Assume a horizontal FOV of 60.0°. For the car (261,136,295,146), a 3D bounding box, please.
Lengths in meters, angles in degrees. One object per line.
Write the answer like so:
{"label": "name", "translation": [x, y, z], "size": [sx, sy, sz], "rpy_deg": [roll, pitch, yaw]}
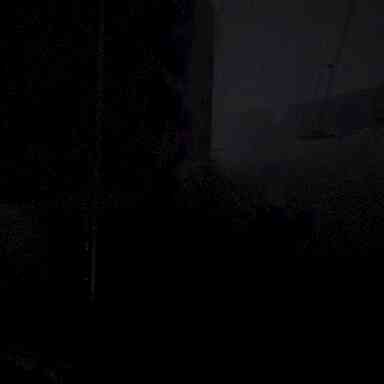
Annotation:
{"label": "car", "translation": [9.693, -5.336, 36.307], "size": [2.185, 1.767, 4.553], "rpy_deg": [1, 2, -32]}

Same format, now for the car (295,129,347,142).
{"label": "car", "translation": [12.583, -5.137, 31.607], "size": [2.185, 1.767, 4.553], "rpy_deg": [1, 2, -32]}

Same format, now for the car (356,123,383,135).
{"label": "car", "translation": [15.550, -4.764, 26.779], "size": [2.002, 1.452, 4.674], "rpy_deg": [1, 2, -32]}

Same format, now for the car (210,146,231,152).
{"label": "car", "translation": [3.920, -5.594, 45.687], "size": [2.231, 1.521, 4.892], "rpy_deg": [1, 1, -32]}
